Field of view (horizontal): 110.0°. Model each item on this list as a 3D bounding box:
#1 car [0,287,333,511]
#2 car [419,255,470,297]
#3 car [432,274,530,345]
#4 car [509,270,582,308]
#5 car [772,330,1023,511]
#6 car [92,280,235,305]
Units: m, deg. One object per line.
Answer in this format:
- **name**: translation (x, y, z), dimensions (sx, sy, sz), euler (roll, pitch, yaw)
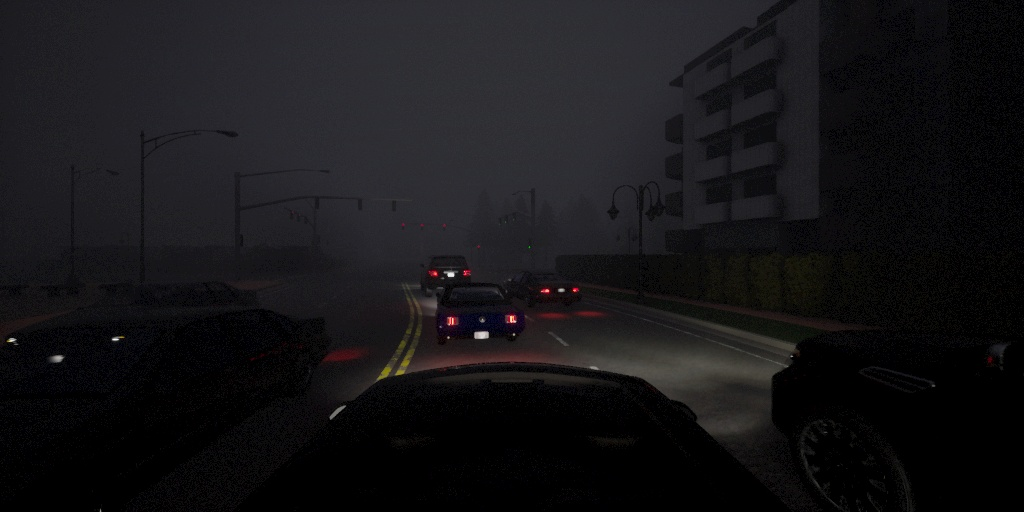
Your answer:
- **car**: translation (-3.774, 1.297, 3.753), dimensions (2.033, 1.411, 5.357), euler (0, 0, -5)
- **car**: translation (-3.614, 0.971, 19.025), dimensions (2.150, 2.045, 5.566), euler (0, 0, -18)
- **car**: translation (-1.078, 1.351, 9.590), dimensions (1.895, 1.301, 4.718), euler (0, 0, -12)
- **car**: translation (1.095, 1.297, 15.445), dimensions (2.033, 1.411, 5.357), euler (0, 0, -16)
- **car**: translation (3.445, 0.972, 0.884), dimensions (2.150, 2.045, 5.566), euler (0, 0, 0)
- **car**: translation (-7.999, 1.297, 8.456), dimensions (2.033, 1.411, 5.357), euler (0, 0, -13)
